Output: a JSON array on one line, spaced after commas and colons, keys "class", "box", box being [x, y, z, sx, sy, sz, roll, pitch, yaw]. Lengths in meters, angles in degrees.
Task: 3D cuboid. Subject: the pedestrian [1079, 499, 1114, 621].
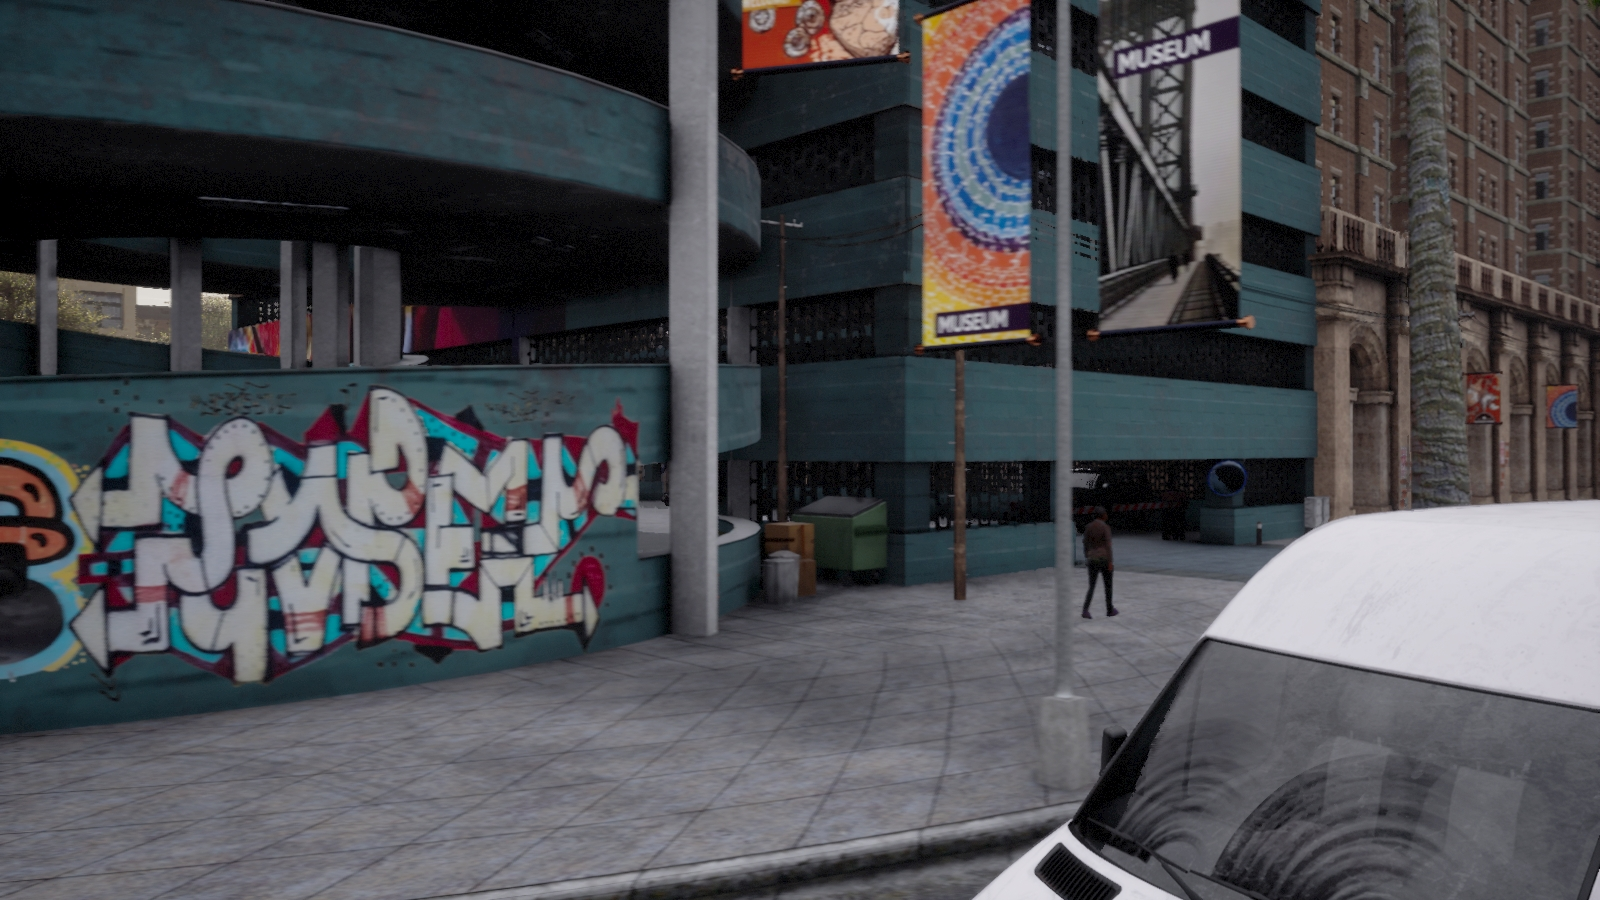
[{"class": "pedestrian", "box": [4.631, 1.707, 17.840, 0.375, 1.860, 0.375, 0, 0, -42]}]

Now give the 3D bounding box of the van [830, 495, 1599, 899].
[{"class": "van", "box": [3.181, 1.537, 4.609, 5.915, 2.561, 1.988, 0, 0, -29]}]

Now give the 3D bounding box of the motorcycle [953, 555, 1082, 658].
[{"class": "motorcycle", "box": [3.115, 2.192, 16.298, 1.805, 1.236, 0.856, 0, 0, -40]}]
